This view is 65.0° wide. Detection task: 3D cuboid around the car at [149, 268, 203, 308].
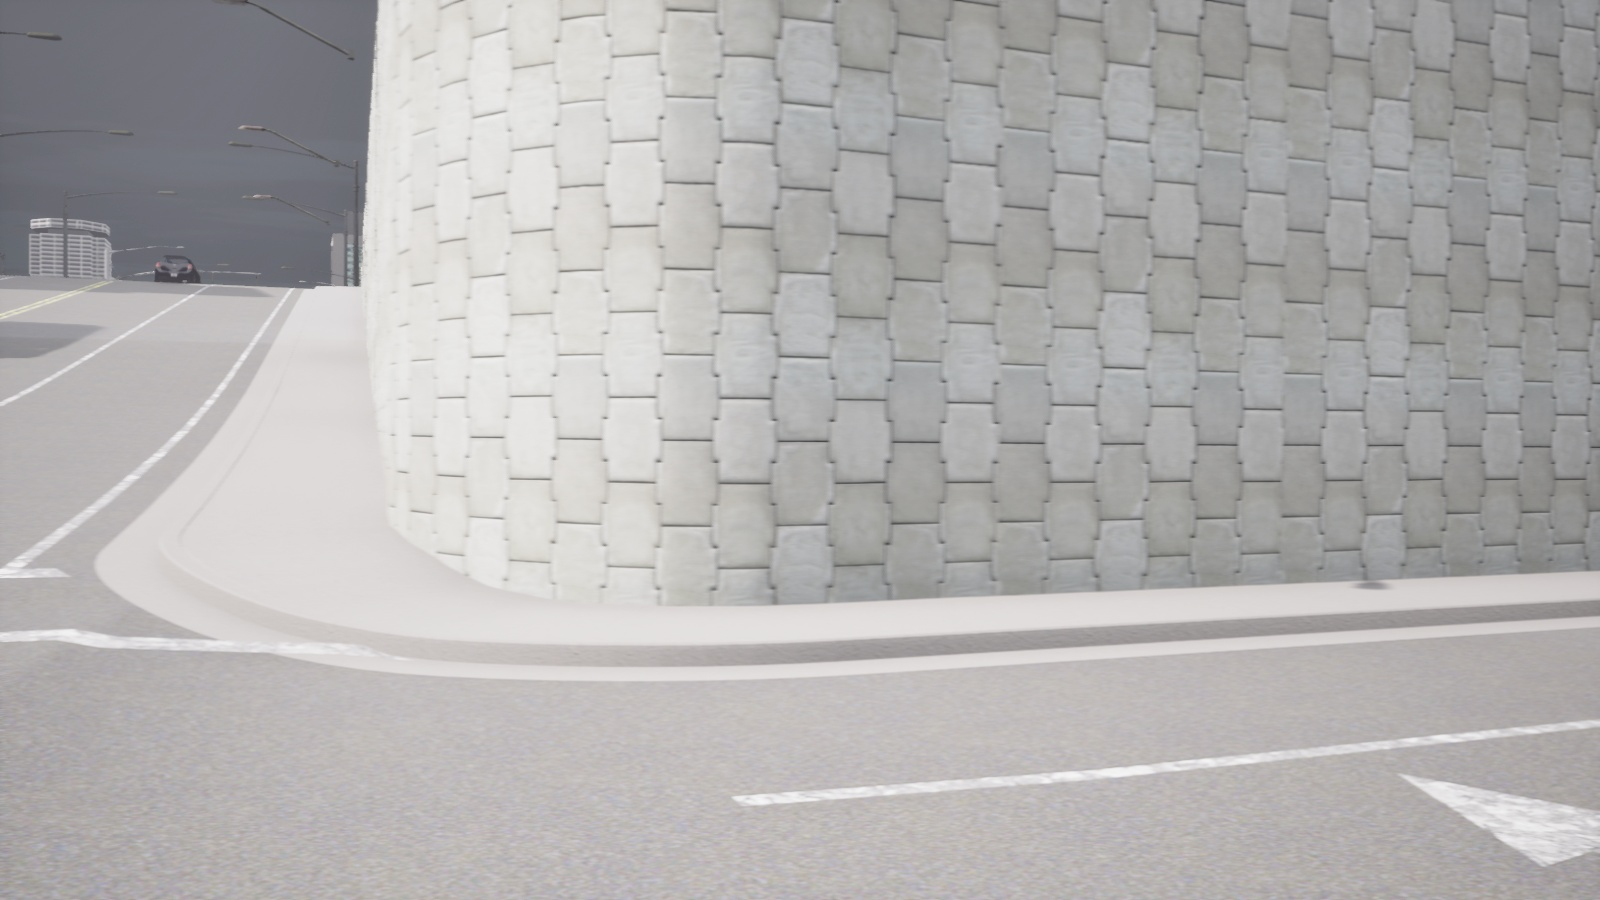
[{"bbox_3d":[-29.565,-7.668,59.602,1.845,1.501,3.633,-1,2,-20],"label":"car"}]
